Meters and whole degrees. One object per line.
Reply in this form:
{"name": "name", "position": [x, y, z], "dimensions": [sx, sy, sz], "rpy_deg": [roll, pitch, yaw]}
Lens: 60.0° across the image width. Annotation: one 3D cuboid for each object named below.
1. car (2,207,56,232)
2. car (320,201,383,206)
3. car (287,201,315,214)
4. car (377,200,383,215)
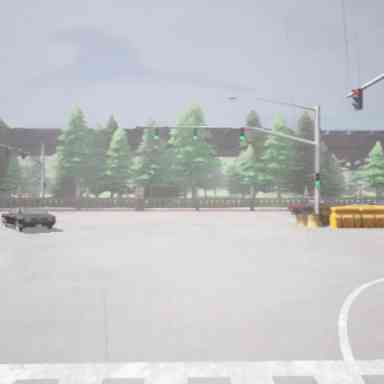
{"name": "car", "position": [-10.026, 1.575, 20.204], "dimensions": [1.895, 1.301, 4.718], "rpy_deg": [0, 0, -42]}
{"name": "car", "position": [12.276, 1.570, 25.354], "dimensions": [4.718, 1.301, 1.895], "rpy_deg": [0, 0, -3]}
{"name": "car", "position": [11.736, 1.562, 32.373], "dimensions": [4.718, 1.301, 1.895], "rpy_deg": [0, 0, -2]}
{"name": "car", "position": [21.381, 1.508, 32.673], "dimensions": [5.357, 1.411, 2.033], "rpy_deg": [0, 0, -2]}
